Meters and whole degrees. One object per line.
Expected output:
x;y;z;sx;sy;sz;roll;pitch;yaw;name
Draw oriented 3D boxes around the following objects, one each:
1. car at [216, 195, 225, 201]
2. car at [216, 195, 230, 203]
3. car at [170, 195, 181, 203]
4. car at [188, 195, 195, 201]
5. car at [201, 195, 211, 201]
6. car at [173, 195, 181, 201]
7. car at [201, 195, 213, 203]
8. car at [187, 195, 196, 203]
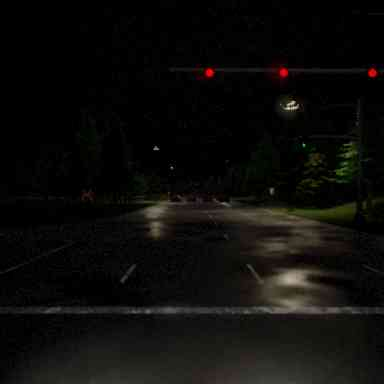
6.897;1.386;80.988;1.812;1.442;4.674;0;0;0;car
6.910;1.571;70.985;1.994;1.385;4.181;0;0;0;car
-3.590;1.542;70.971;1.812;1.442;4.674;0;0;0;car
-0.103;1.386;80.979;1.812;1.442;4.674;0;0;0;car
3.397;1.387;80.984;2.128;1.511;4.902;0;0;0;car
-3.603;1.386;80.975;1.812;1.442;4.674;0;0;0;car
3.410;1.571;70.980;1.994;1.385;4.181;0;0;0;car
-0.090;1.557;70.559;2.033;1.411;5.357;0;0;0;car
